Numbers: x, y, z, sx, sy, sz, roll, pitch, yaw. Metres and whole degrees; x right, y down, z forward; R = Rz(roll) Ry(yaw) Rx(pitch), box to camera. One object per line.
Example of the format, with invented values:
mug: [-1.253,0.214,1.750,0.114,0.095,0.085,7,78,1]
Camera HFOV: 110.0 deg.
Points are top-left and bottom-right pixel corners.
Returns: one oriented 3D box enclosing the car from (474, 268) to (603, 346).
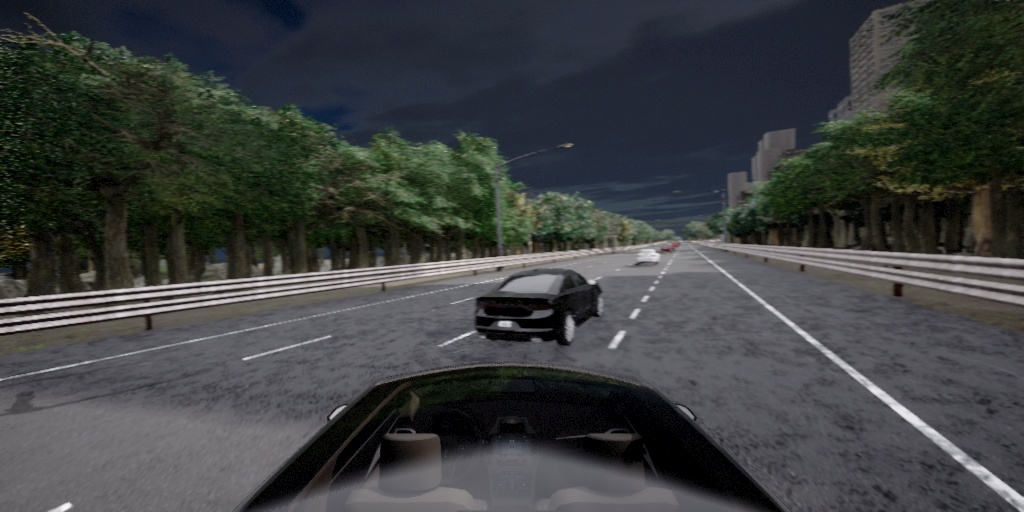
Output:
car: [0.936,1.047,9.025,1.882,1.535,5.008,-2,1,26]

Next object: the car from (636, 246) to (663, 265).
car: [12.836,0.075,33.772,1.812,1.442,4.674,-2,1,26]
